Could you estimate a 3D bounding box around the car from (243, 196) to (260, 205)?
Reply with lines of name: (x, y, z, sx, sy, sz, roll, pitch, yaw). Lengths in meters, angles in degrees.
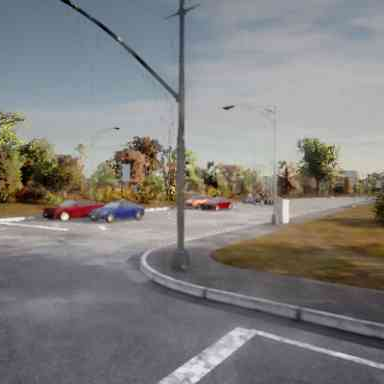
car: (10.127, 1.341, 55.376, 2.128, 1.511, 4.902, 1, 0, 32)

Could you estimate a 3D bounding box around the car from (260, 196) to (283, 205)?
car: (13.081, 1.353, 53.499, 1.882, 1.535, 5.008, 1, 0, 32)

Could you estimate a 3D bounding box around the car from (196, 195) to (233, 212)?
car: (2.847, 1.326, 37.490, 1.882, 1.535, 5.008, 1, 0, 32)

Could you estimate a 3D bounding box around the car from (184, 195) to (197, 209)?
car: (0.721, 1.173, 40.671, 2.097, 1.767, 4.553, 1, 0, 32)

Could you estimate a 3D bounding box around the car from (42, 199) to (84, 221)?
car: (-8.908, 1.307, 25.446, 1.882, 1.535, 5.008, 1, 1, 32)

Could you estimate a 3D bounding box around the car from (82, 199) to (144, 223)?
car: (-5.421, 1.382, 24.402, 1.812, 1.442, 4.674, 1, 0, 32)
